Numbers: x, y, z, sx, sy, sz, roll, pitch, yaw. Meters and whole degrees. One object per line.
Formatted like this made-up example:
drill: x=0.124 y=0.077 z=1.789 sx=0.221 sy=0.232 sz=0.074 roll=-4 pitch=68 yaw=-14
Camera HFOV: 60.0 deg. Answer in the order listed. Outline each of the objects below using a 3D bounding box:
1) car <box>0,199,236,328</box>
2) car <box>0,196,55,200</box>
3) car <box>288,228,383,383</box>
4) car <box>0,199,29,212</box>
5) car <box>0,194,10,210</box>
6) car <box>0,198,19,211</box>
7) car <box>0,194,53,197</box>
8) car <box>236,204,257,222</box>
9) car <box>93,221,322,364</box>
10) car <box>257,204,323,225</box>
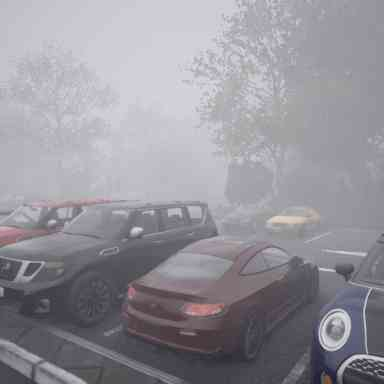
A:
car: x=-1.459 y=1.232 z=7.556 sx=2.435 sy=2.045 sz=5.566 roll=0 pitch=0 yaw=36
car: x=-3.739 y=1.232 z=9.186 sx=2.435 sy=2.045 sz=5.566 roll=0 pitch=0 yaw=36
car: x=3.138 y=1.356 z=4.345 sx=2.185 sy=1.767 sz=4.553 roll=0 pitch=0 yaw=36
car: x=-21.476 y=1.535 z=37.967 sx=2.002 sy=1.452 sz=4.674 roll=0 pitch=0 yaw=36
car: x=-25.923 y=1.254 z=41.114 sx=2.435 sy=2.045 sz=5.566 roll=0 pitch=0 yaw=36
car: x=-23.642 y=1.500 z=39.512 sx=2.097 sy=1.535 sz=5.008 roll=0 pitch=0 yaw=36
car: x=-16.959 y=1.241 z=34.708 sx=2.435 sy=2.045 sz=5.566 roll=0 pitch=0 yaw=36
car: x=3.583 y=1.486 z=20.071 sx=2.231 sy=1.521 sz=4.892 roll=0 pitch=0 yaw=36
car: x=0.837 y=1.522 z=5.947 sx=2.002 sy=1.452 sz=4.674 roll=0 pitch=0 yaw=36
car: x=5.731 y=1.481 z=18.301 sx=1.946 sy=1.575 sz=5.366 roll=0 pitch=0 yaw=36
